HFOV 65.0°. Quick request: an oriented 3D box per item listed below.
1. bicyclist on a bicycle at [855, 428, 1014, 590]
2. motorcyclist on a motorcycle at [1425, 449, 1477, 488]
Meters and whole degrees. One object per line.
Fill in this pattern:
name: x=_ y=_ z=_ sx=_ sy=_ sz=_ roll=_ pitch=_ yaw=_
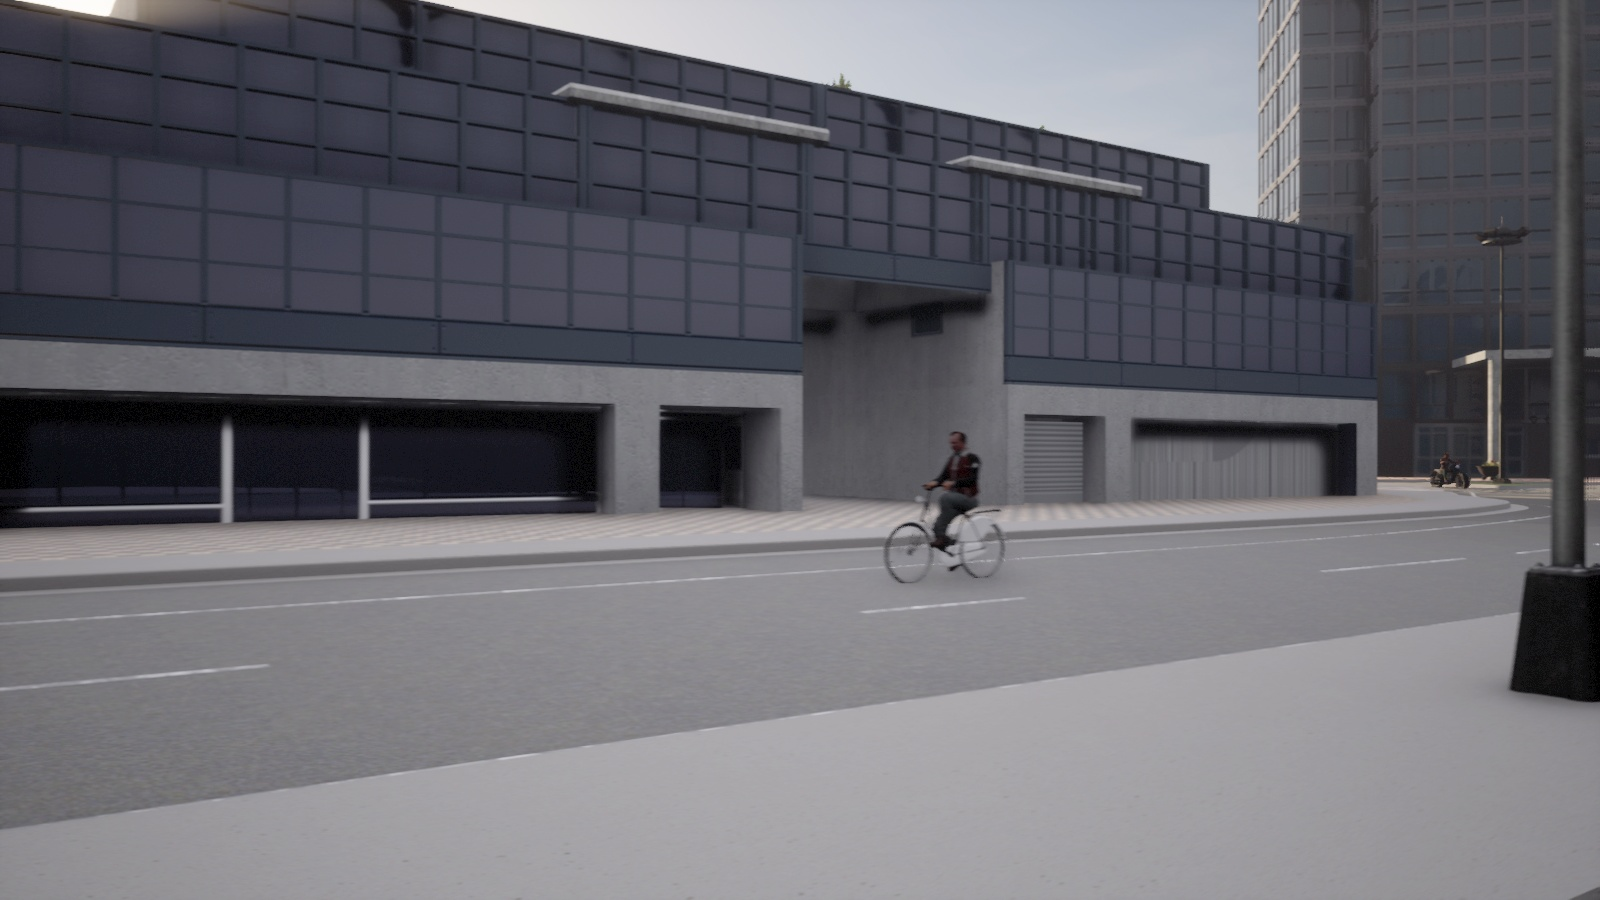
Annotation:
bicyclist on a bicycle: x=1.567 y=0.649 z=14.505 sx=1.843 sy=1.776 sz=0.659 roll=0 pitch=0 yaw=-35
motorcyclist on a motorcycle: x=28.476 y=0.779 z=54.977 sx=0.766 sy=1.649 sz=2.350 roll=-1 pitch=0 yaw=-9
